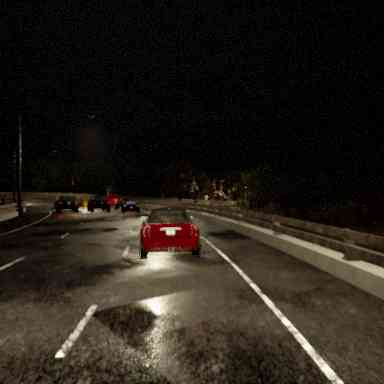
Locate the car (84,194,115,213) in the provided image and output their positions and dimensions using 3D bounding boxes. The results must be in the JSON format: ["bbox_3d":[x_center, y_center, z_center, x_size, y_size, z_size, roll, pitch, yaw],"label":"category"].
[{"bbox_3d":[-11.224,1.351,39.967,2.150,2.045,5.566,0,0,-24],"label":"car"}]

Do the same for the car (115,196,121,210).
[{"bbox_3d":[-8.744,1.620,43.148,1.837,1.490,4.892,0,0,-26],"label":"car"}]

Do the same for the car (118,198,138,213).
[{"bbox_3d":[-7.116,1.662,38.399,1.994,1.385,4.181,0,0,-14],"label":"car"}]

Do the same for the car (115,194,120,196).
[{"bbox_3d":[-12.535,1.375,51.339,2.150,2.045,5.566,0,0,-29],"label":"car"}]

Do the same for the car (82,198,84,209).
[{"bbox_3d":[-15.700,1.652,49.839,1.882,1.535,5.008,0,0,-29],"label":"car"}]

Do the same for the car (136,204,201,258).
[{"bbox_3d":[-0.965,1.374,13.206,2.097,1.767,4.553,0,0,-7],"label":"car"}]

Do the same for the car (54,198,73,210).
[{"bbox_3d":[-18.529,1.699,47.682,1.837,1.490,4.892,0,0,-29],"label":"car"}]

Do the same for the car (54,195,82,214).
[{"bbox_3d":[-14.401,1.373,38.469,2.150,2.045,5.566,0,0,-24],"label":"car"}]
